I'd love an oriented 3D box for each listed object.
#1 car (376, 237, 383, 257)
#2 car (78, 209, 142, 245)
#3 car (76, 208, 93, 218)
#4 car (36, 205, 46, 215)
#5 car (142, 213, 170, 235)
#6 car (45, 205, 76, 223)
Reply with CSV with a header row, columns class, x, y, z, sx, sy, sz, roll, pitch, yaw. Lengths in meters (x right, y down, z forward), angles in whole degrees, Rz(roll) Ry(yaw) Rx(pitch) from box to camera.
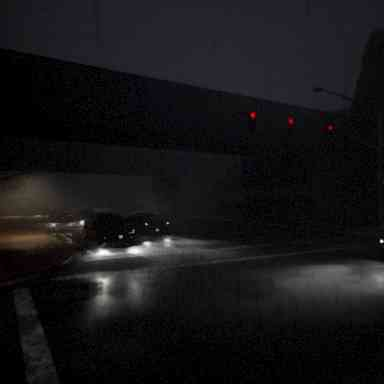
class,x,y,z,sx,sy,sz,roll,pitch,yaw
car,9.198,1.902,12.700,4.718,1.301,1.895,1,-2,-30
car,-4.584,1.913,18.030,1.837,1.490,4.892,1,-1,-29
car,-12.393,2.484,39.139,1.895,1.301,4.718,1,-1,-29
car,-22.180,2.657,49.633,1.837,1.490,4.892,1,-1,-29
car,-3.222,2.119,22.755,1.895,1.301,4.718,1,-1,-29
car,-13.497,2.291,33.964,1.812,1.442,4.674,1,-1,-29
